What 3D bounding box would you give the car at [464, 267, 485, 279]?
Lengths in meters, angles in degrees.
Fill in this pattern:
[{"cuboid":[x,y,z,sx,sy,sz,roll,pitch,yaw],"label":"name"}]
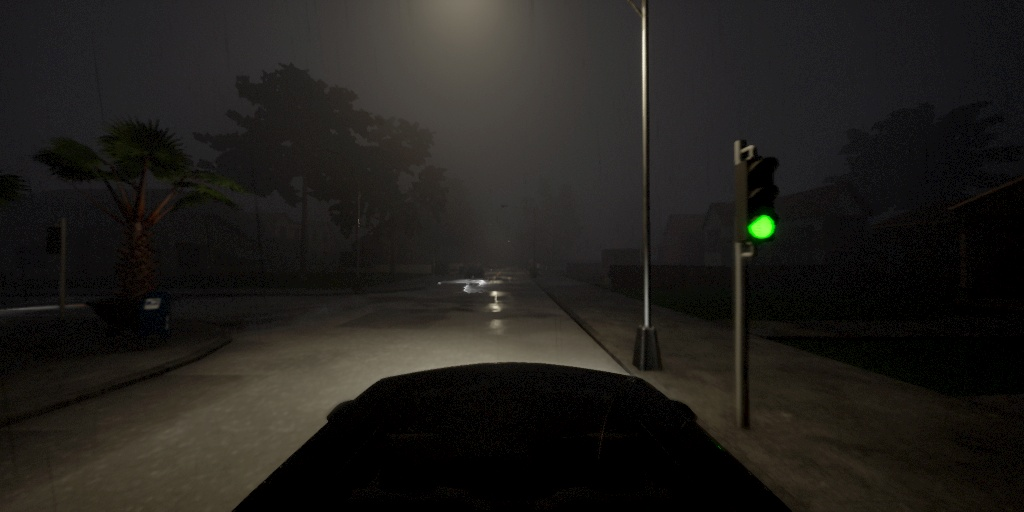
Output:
[{"cuboid":[-3.996,1.825,38.811,1.895,1.301,4.718,0,-1,0],"label":"car"}]
